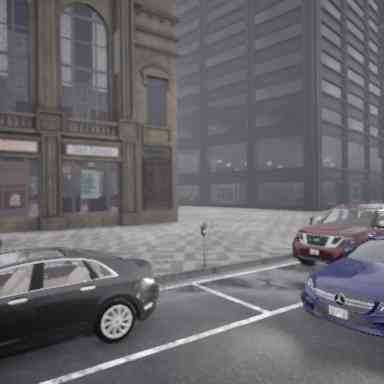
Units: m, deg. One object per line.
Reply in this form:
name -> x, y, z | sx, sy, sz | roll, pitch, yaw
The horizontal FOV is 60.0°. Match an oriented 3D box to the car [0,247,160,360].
car -> -2.586, 1.551, 4.815 | 4.403, 1.369, 2.008 | 0, -1, -35

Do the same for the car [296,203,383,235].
car -> 5.370, 1.307, 10.490 | 5.009, 1.841, 2.192 | 0, -1, -35

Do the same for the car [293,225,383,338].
car -> 4.062, 1.520, 6.259 | 4.674, 1.442, 1.812 | 0, 0, -35
